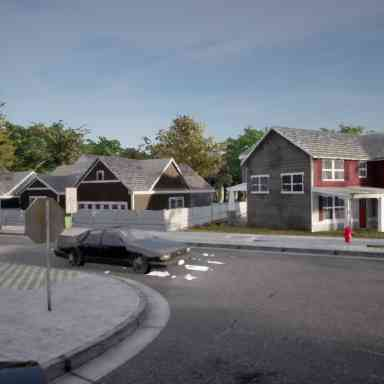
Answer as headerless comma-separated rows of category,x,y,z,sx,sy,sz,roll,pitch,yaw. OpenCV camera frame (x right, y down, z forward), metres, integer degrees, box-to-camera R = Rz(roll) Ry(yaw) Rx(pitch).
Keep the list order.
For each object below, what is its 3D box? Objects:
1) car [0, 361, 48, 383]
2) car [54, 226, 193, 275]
car,-2.858,1.493,0.764,4.902,1.511,2.128,0,0,-25
car,-2.668,1.986,12.207,5.357,1.411,2.033,-2,0,30
